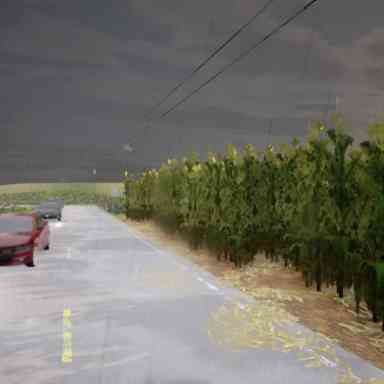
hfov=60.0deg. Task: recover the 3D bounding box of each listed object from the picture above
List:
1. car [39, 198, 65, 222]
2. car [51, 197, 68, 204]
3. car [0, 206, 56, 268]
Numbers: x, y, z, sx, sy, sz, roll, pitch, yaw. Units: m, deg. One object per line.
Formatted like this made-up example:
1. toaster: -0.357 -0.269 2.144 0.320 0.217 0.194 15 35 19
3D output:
1. car: -11.312 1.504 26.364 1.837 1.490 4.892 0 0 -20
2. car: -20.225 1.339 50.203 1.812 1.442 4.674 0 0 -41
3. car: -6.020 1.478 11.265 1.882 1.535 5.008 0 0 -16
